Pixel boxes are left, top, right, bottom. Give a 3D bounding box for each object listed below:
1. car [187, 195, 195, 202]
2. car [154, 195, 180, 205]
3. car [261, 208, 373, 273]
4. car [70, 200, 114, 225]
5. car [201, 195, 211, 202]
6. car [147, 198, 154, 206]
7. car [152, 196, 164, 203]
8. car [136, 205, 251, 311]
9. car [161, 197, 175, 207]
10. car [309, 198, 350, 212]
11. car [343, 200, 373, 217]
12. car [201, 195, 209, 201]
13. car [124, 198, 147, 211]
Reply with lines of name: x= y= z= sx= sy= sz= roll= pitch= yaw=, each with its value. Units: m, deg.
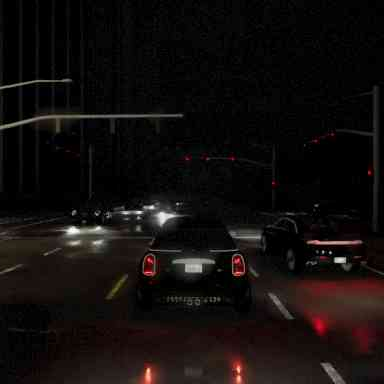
car: x=-0.147 y=1.478 z=77.845 sx=1.882 sy=1.535 sz=5.008 roll=0 pitch=0 yaw=0
car: x=-2.984 y=1.516 z=39.030 sx=2.128 sy=1.511 sz=4.902 roll=0 pitch=0 yaw=-9
car: x=3.599 y=1.492 z=10.741 sx=2.128 sy=1.511 sz=4.902 roll=0 pitch=0 yaw=-3
car: x=-7.147 y=1.378 z=24.208 sx=2.097 sy=1.767 sz=4.553 roll=0 pitch=0 yaw=0
car: x=3.353 y=1.500 z=77.829 sx=1.837 sy=1.490 sz=4.892 roll=0 pitch=0 yaw=0
car: x=-7.195 y=1.601 z=55.347 sx=1.895 sy=1.301 sz=4.718 roll=0 pitch=0 yaw=0
car: x=-7.133 y=1.595 z=70.213 sx=1.895 sy=1.301 sz=4.718 roll=0 pitch=0 yaw=0
car: x=0.042 y=1.352 z=7.931 sx=2.097 sy=1.767 sz=4.553 roll=0 pitch=0 yaw=0
car: x=-3.691 y=1.506 z=51.472 sx=1.837 sy=1.490 sz=4.892 roll=0 pitch=0 yaw=0
car: x=14.606 y=1.407 z=34.682 sx=4.553 sy=1.767 sz=2.097 roll=0 pitch=0 yaw=2
car: x=15.779 y=1.603 z=27.294 sx=5.357 sy=1.411 sz=2.033 roll=0 pitch=0 yaw=-2
car: x=3.334 y=1.478 z=87.928 sx=1.882 sy=1.535 sz=5.008 roll=0 pitch=0 yaw=0
car: x=-7.179 y=1.533 z=41.615 sx=1.812 sy=1.442 sz=4.674 roll=0 pitch=0 yaw=0
